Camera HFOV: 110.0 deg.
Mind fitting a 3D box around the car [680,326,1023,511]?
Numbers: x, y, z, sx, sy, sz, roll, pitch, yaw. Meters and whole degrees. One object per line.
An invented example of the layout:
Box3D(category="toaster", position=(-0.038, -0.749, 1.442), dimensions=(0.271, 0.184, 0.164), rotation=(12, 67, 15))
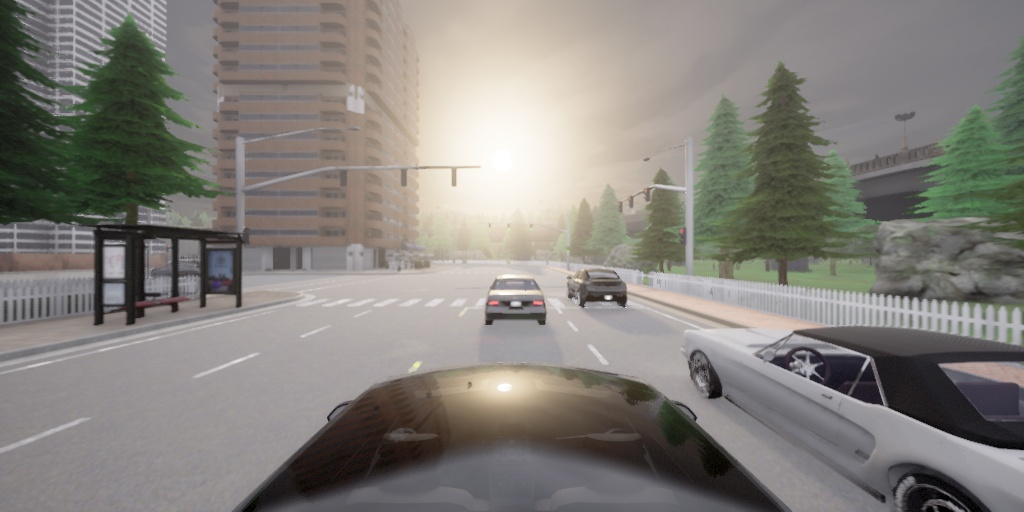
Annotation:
Box3D(category="car", position=(3.563, 1.355, 3.541), dimensions=(1.895, 1.301, 4.718), rotation=(0, 0, 0))

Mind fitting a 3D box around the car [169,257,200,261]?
Box3D(category="car", position=(-33.313, 1.248, 36.048), dimensions=(4.553, 1.767, 2.097), rotation=(0, 0, 0))

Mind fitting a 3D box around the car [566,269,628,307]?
Box3D(category="car", position=(3.584, 1.290, 15.748), dimensions=(1.837, 1.490, 4.892), rotation=(0, 0, 0))

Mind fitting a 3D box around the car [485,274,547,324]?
Box3D(category="car", position=(0.092, 1.322, 12.056), dimensions=(2.033, 1.411, 5.357), rotation=(0, 0, 0))

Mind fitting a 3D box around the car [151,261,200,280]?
Box3D(category="car", position=(-29.791, 1.413, 32.546), dimensions=(4.674, 1.442, 1.812), rotation=(0, 0, 0))
